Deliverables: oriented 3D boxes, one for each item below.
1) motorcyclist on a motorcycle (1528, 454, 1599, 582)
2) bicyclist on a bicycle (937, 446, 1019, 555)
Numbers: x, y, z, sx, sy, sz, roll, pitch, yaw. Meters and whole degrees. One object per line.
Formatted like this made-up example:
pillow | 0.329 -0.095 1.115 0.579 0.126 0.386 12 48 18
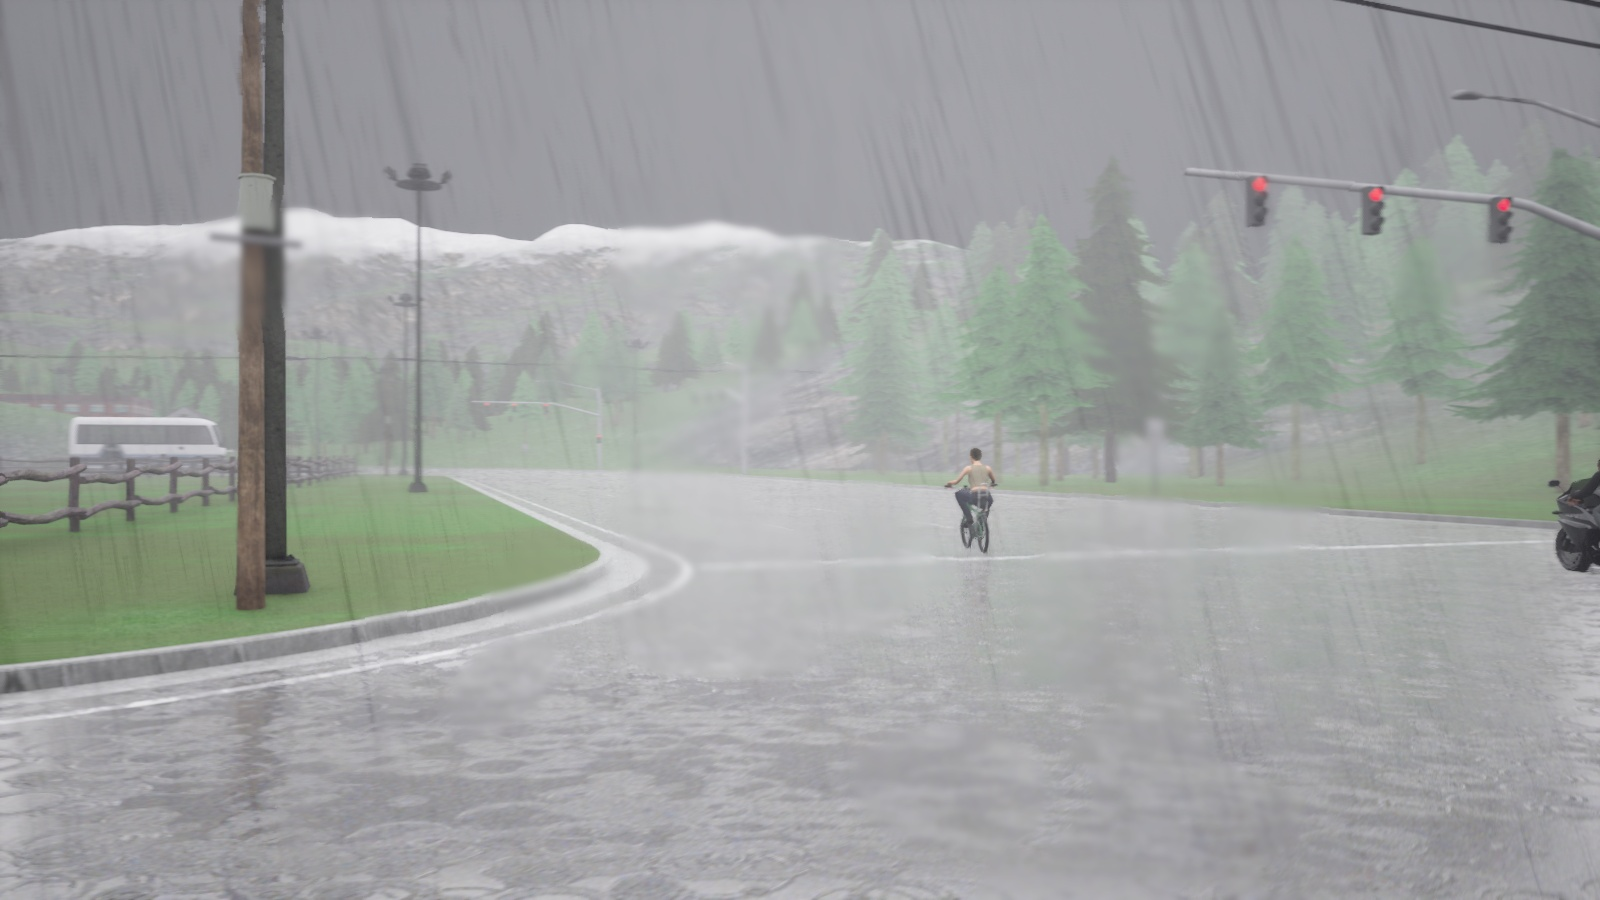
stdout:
motorcyclist on a motorcycle | 10.040 0.815 15.508 0.866 1.530 2.191 -1 0 2
bicyclist on a bicycle | 2.750 0.762 19.553 0.866 1.612 1.509 -1 0 -7
